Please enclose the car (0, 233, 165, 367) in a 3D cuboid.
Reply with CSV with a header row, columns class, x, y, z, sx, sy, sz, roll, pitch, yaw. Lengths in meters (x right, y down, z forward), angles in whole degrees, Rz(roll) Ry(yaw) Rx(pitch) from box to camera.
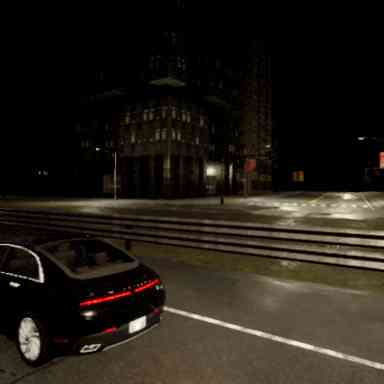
class,x,y,z,sx,sy,sz,roll,pitch,yaw
car,-2.685,1.489,5.790,4.892,1.490,1.837,0,0,36
